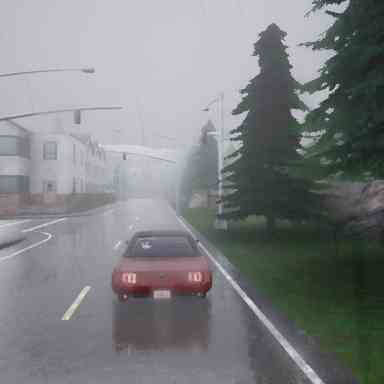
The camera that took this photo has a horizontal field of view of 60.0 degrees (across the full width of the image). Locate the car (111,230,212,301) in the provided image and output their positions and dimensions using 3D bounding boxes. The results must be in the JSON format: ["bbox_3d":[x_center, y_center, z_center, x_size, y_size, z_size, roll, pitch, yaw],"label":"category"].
[{"bbox_3d":[-0.737,1.605,8.348,1.895,1.301,4.718,0,0,-5],"label":"car"}]
